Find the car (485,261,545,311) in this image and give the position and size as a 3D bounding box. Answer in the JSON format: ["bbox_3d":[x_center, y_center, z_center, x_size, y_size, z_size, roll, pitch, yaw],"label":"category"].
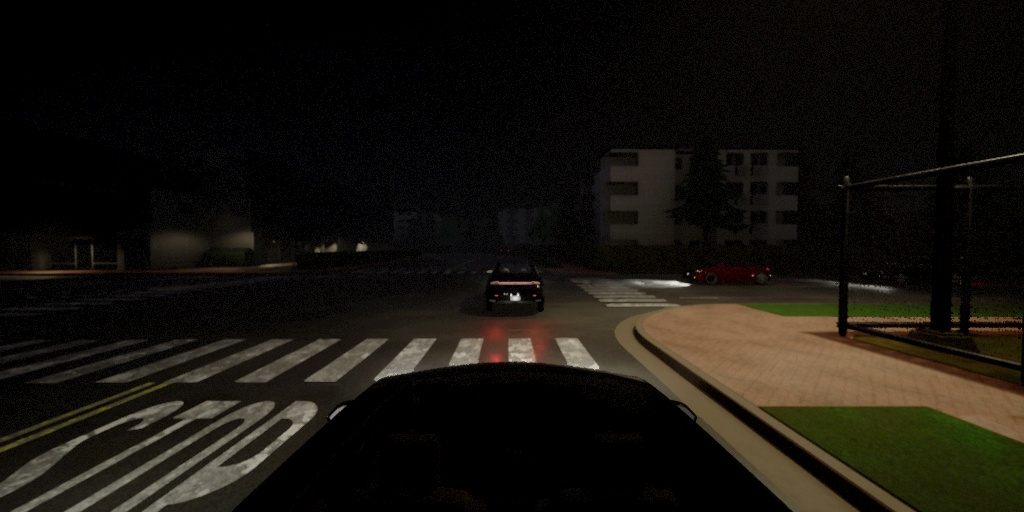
[{"bbox_3d":[0.093,0.930,12.721,2.128,1.511,4.902,0,2,0],"label":"car"}]

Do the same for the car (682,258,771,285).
[{"bbox_3d":[11.600,0.794,19.569,4.181,1.385,1.994,0,2,0],"label":"car"}]

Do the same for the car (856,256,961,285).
[{"bbox_3d":[21.745,0.733,19.620,4.892,1.490,1.837,0,2,0],"label":"car"}]
